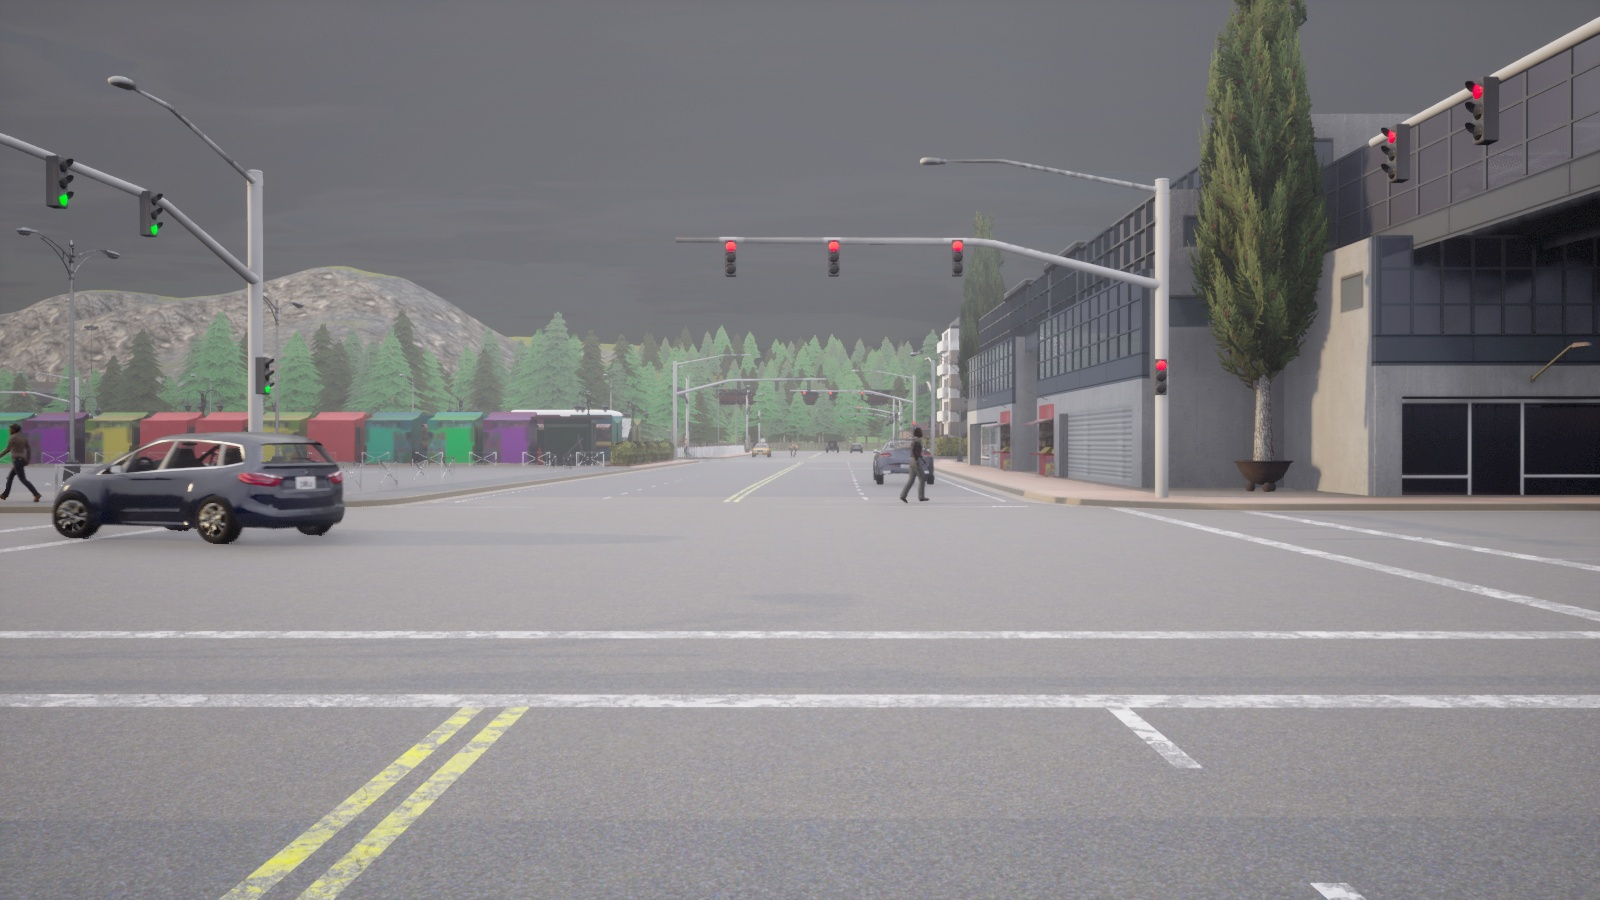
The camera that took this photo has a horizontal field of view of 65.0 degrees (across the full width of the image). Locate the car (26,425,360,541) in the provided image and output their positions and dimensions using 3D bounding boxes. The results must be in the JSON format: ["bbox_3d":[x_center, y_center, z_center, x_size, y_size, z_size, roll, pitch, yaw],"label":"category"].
[{"bbox_3d":[-9.635,0.470,19.985,4.611,1.667,2.242,0,0,21],"label":"car"}]

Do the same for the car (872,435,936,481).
[{"bbox_3d":[3.841,0.262,47.124,2.152,1.651,5.027,0,0,2],"label":"car"}]

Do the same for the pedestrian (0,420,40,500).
[{"bbox_3d":[-17.795,0.230,28.503,0.869,1.805,0.328,0,0,0],"label":"pedestrian"}]

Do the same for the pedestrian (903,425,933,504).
[{"bbox_3d":[2.882,0.353,30.798,0.666,1.930,0.402,0,0,-7],"label":"pedestrian"}]
